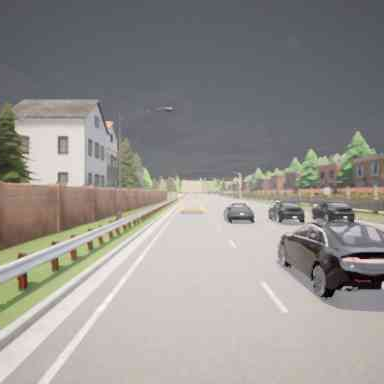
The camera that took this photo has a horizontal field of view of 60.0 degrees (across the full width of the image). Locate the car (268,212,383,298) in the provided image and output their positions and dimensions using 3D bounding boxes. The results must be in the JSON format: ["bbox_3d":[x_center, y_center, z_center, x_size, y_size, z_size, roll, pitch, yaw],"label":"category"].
[{"bbox_3d":[3.603,1.491,8.475,2.128,1.511,4.902,0,0,0],"label":"car"}]

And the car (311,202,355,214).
[{"bbox_3d":[10.607,1.503,25.392,1.837,1.490,4.892,0,0,0],"label":"car"}]

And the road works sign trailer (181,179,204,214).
[{"bbox_3d":[0.011,0.462,34.826,2.380,3.560,2.880,0,0,0],"label":"road works sign trailer"}]

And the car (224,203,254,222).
[{"bbox_3d":[3.609,1.562,26.027,1.994,1.385,4.181,0,0,0],"label":"car"}]

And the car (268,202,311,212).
[{"bbox_3d":[7.108,1.503,25.398,1.837,1.490,4.892,0,0,0],"label":"car"}]
